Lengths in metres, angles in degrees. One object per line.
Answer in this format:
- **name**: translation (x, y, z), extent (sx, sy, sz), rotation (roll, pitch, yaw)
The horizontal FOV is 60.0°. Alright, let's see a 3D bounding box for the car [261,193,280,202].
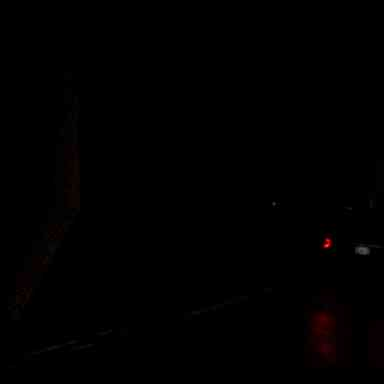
- **car**: translation (12.070, 0.807, 50.333), extent (1.994, 1.385, 4.181), rotation (-1, 1, -15)

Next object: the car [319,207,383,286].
- **car**: translation (5.082, 1.176, 8.162), extent (4.553, 1.767, 2.097), rotation (-2, 1, -41)
